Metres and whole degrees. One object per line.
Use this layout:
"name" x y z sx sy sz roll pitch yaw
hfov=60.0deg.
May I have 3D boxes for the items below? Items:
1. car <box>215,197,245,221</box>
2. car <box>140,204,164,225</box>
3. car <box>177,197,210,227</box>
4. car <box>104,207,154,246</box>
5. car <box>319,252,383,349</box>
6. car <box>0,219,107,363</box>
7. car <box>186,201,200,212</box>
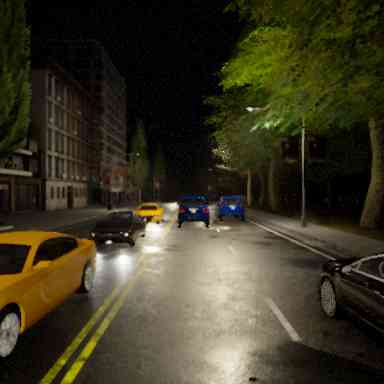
"car" 3.351 1.431 29.824 2.150 2.045 5.566 0 0 0
"car" -3.309 1.658 26.150 1.882 1.535 5.008 0 0 0
"car" 0.102 1.386 24.161 2.150 2.045 5.566 0 0 0
"car" -3.321 1.653 16.045 2.033 1.411 5.357 0 0 0
"car" 3.352 1.520 4.518 2.128 1.511 4.902 0 0 0
"car" -3.325 1.517 6.151 1.882 1.535 5.008 0 0 2
"car" 0.103 1.950 45.724 1.895 1.301 4.718 0 -1 0
